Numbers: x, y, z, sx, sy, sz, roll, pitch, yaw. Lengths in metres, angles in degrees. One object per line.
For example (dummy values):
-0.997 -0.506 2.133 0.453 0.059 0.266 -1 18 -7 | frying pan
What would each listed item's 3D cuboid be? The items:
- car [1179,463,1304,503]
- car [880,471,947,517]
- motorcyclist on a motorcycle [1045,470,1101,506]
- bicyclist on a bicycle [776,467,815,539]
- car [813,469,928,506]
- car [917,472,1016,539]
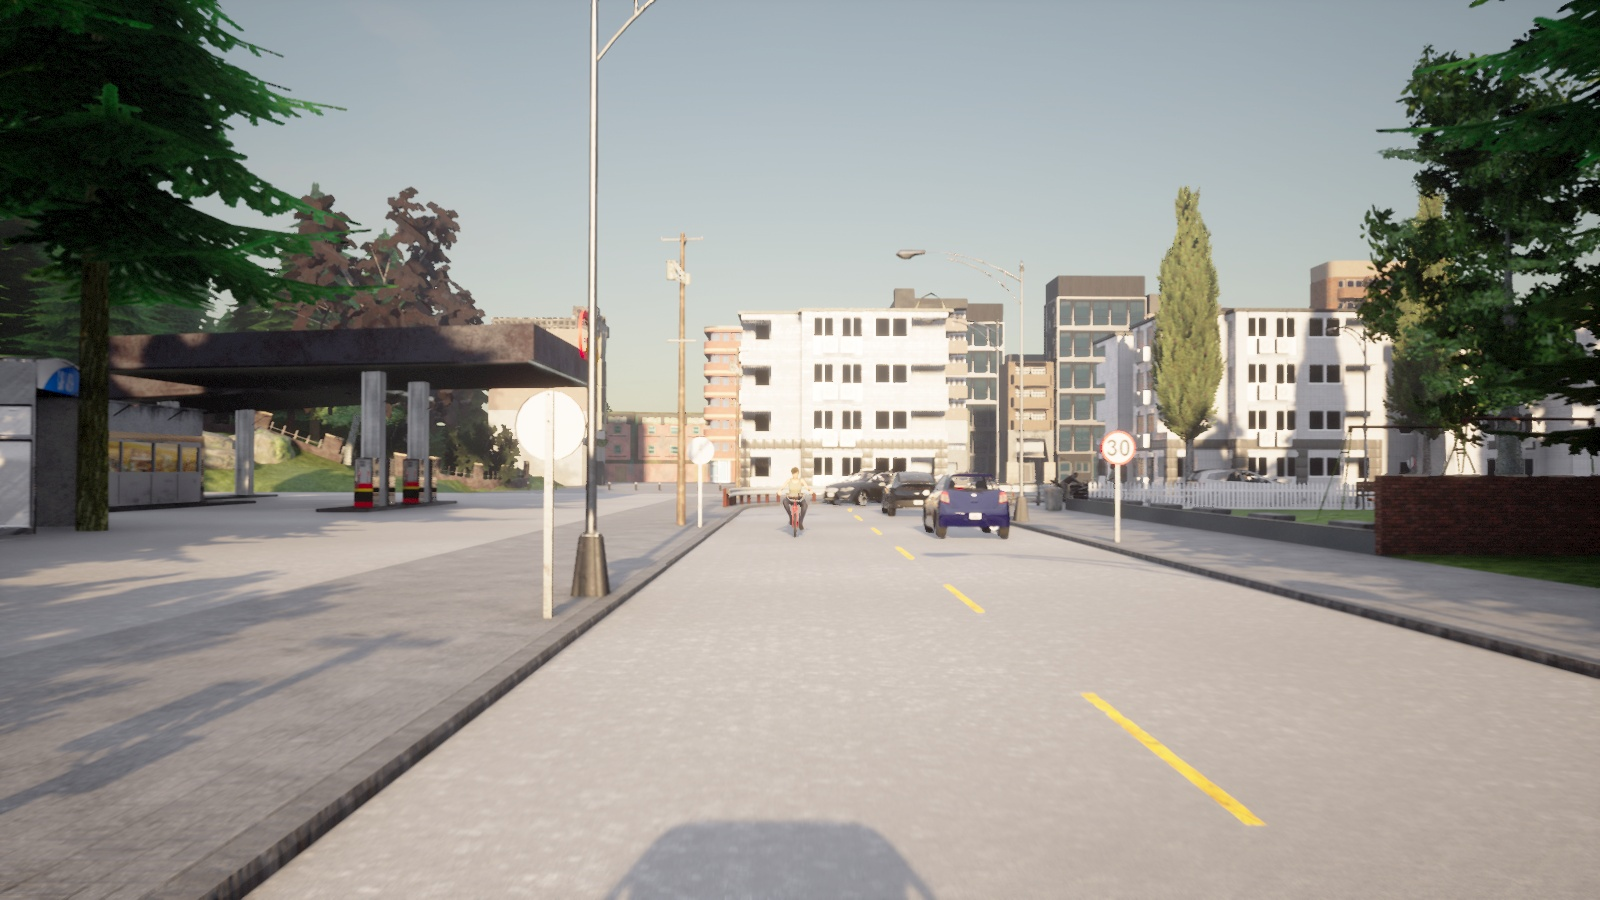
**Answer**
19.128 1.423 54.543 4.611 1.667 2.242 0 -1 0 | car
3.852 1.471 43.331 1.837 1.490 4.892 0 -1 0 | car
11.824 1.640 54.348 2.191 1.530 0.866 0 -1 -7 | motorcyclist on a motorcycle
-0.101 1.193 28.745 0.866 1.612 1.509 0 -1 0 | bicyclist on a bicycle
3.087 1.599 54.385 4.902 1.511 2.128 1 -1 -42 | car
3.899 1.274 29.942 1.845 1.501 3.633 0 -1 0 | car
